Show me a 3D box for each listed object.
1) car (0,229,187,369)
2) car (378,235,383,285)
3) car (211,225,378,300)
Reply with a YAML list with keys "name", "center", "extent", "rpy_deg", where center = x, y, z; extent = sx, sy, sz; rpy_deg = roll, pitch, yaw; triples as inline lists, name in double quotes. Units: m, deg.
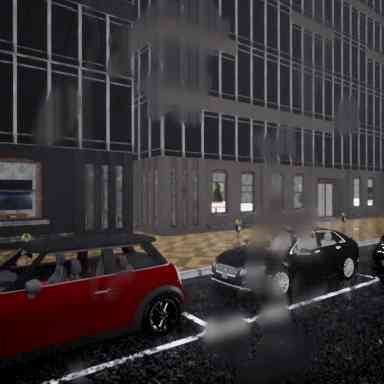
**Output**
- name: "car"
  center: [-2.166, 1.440, 5.016]
  extent: [4.097, 1.590, 1.967]
  rpy_deg: [0, 0, -36]
- name: "car"
  center: [6.700, 1.219, 8.160]
  extent: [5.566, 2.045, 2.150]
  rpy_deg: [0, 0, -36]
- name: "car"
  center: [2.467, 1.549, 8.321]
  extent: [4.403, 1.369, 2.008]
  rpy_deg: [0, 0, -36]
